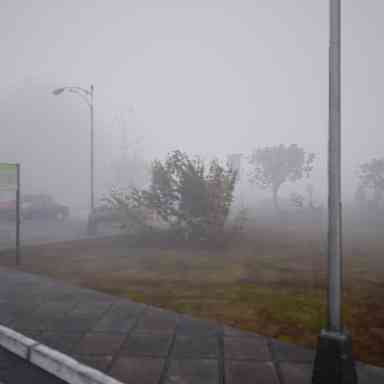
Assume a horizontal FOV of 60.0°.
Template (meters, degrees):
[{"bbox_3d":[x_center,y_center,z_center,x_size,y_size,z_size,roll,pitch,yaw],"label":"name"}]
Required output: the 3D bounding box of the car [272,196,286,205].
[{"bbox_3d":[12.964,1.376,44.845,1.895,1.301,4.718,0,1,38],"label":"car"}]

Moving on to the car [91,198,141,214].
[{"bbox_3d":[-8.039,1.472,35.667,2.128,1.511,4.902,0,0,39],"label":"car"}]

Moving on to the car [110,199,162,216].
[{"bbox_3d":[-5.504,1.474,33.232,2.128,1.511,4.902,0,0,39],"label":"car"}]

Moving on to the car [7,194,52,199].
[{"bbox_3d":[-14.320,1.212,27.871,2.150,2.045,5.566,0,0,37],"label":"car"}]

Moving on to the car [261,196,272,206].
[{"bbox_3d":[11.913,1.286,49.273,1.994,1.385,4.181,0,1,36],"label":"car"}]

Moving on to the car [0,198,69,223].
[{"bbox_3d":[-11.893,1.470,25.270,1.882,1.535,5.008,0,0,39],"label":"car"}]

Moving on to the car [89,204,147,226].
[{"bbox_3d":[-4.661,1.486,22.875,2.128,1.511,4.902,0,0,39],"label":"car"}]
